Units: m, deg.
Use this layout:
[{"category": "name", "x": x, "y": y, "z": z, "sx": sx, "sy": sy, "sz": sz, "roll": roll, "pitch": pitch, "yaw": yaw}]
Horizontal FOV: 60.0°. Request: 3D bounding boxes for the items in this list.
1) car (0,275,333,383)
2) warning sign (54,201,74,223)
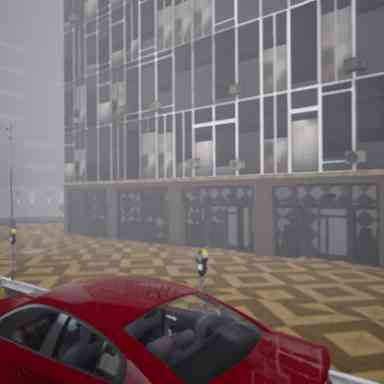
[{"category": "car", "x": -0.945, "y": 1.569, "z": 3.395, "sx": 4.507, "sy": 1.381, "sz": 1.887, "roll": -1, "pitch": 0, "yaw": 36}, {"category": "warning sign", "x": -11.011, "y": 1.695, "z": 28.633, "sx": 1.300, "sy": 1.860, "sz": 1.060, "roll": 1, "pitch": 0, "yaw": 33}]
